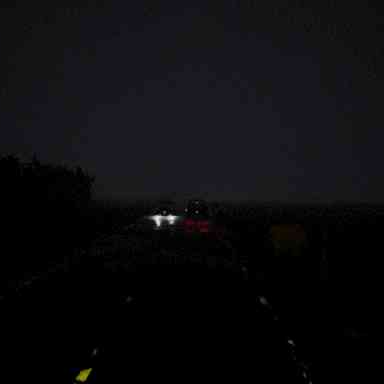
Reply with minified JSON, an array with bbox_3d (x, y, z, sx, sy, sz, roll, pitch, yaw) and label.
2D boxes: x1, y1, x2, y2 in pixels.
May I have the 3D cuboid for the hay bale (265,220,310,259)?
[{"bbox_3d":[3.272,1.616,11.555,1.220,1.180,1.240,0,1,1],"label":"hay bale"}]

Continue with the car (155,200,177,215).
[{"bbox_3d":[-2.445,1.451,32.567,2.033,1.411,5.357,0,0,1],"label":"car"}]

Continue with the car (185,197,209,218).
[{"bbox_3d":[0.435,1.403,29.136,2.128,1.511,4.902,0,0,1],"label":"car"}]

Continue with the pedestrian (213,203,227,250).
[{"bbox_3d":[1.013,1.252,12.610,0.375,1.860,0.375,0,1,-1],"label":"pedestrian"}]

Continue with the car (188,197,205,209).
[{"bbox_3d":[0.619,1.425,43.810,2.033,1.411,5.357,0,0,1],"label":"car"}]
